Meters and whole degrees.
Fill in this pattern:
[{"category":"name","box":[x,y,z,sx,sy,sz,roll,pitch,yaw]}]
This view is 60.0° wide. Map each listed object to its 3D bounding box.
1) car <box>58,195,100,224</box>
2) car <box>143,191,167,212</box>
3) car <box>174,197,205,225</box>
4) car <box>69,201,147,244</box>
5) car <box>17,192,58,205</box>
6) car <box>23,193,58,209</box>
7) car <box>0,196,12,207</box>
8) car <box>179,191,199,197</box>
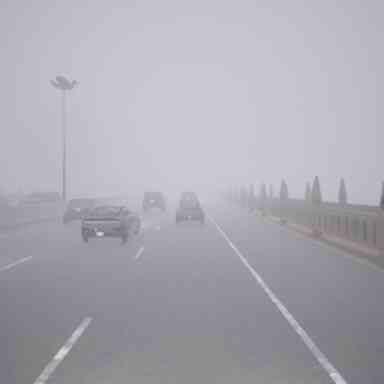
[{"category":"car","box":[-7.154,1.173,22.959,2.097,1.767,4.553,0,0,-1]},{"category":"car","box":[-3.791,0.952,34.288,2.150,2.045,5.566,0,0,-1]},{"category":"car","box":[-0.146,1.314,22.456,2.128,1.511,4.902,0,1,-1]},{"category":"car","box":[-3.561,1.372,15.203,2.128,1.511,4.902,0,0,-1]},{"category":"car","box":[-14.432,0.979,31.747,2.150,2.045,5.566,0,0,0]},{"category":"car","box":[-17.958,1.054,39.708,2.097,1.767,4.553,0,0,-1]},{"category":"car","box":[-21.451,1.219,35.876,2.128,1.511,4.902,0,0,0]},{"category":"car","box":[-0.374,0.902,40.733,2.150,2.045,5.566,0,1,-1]}]
